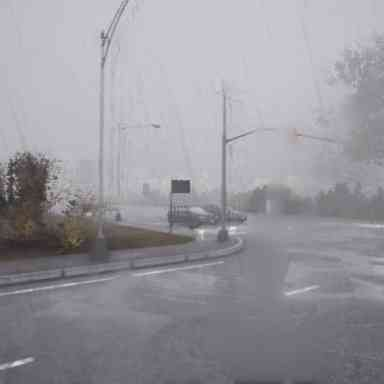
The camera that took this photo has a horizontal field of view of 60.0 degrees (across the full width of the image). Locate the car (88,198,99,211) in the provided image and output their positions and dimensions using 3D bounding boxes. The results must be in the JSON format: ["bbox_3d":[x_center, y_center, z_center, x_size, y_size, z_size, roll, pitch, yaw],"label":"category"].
[{"bbox_3d":[-12.673,1.725,40.076,1.994,1.385,4.181,1,-1,-39],"label":"car"}]

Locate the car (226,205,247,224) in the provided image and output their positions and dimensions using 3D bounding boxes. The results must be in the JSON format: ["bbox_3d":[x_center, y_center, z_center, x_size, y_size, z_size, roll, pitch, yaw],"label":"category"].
[{"bbox_3d":[2.311,1.722,26.969,1.837,1.490,4.892,1,0,-39],"label":"car"}]

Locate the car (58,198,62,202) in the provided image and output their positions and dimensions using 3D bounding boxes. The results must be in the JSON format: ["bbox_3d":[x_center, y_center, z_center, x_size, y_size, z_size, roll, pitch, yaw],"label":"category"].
[{"bbox_3d":[-35.141,1.763,86.270,1.837,1.490,4.892,1,-1,-35],"label":"car"}]

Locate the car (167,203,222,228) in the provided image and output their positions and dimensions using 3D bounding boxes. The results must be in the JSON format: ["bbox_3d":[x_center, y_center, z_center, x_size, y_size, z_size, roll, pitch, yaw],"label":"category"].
[{"bbox_3d":[-0.036,1.701,24.303,1.812,1.442,4.674,1,0,-39],"label":"car"}]

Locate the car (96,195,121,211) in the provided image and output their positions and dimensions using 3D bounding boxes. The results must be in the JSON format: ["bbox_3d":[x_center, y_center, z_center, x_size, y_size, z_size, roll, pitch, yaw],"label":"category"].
[{"bbox_3d":[-11.487,1.424,44.202,2.150,2.045,5.566,1,0,-39],"label":"car"}]
